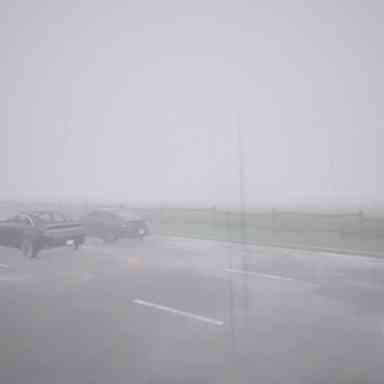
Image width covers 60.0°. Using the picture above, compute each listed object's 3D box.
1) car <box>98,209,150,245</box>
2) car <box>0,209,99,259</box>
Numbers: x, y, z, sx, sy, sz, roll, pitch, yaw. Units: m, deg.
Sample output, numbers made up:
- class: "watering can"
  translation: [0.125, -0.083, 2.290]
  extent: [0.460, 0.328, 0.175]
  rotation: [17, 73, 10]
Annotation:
- class: "car"
  translation: [-4.004, 1.492, 15.406]
  extent: [4.674, 1.442, 1.812]
  rotation: [0, 0, 36]
- class: "car"
  translation: [-6.061, 1.460, 12.577]
  extent: [4.902, 1.511, 2.128]
  rotation: [0, 0, 36]
